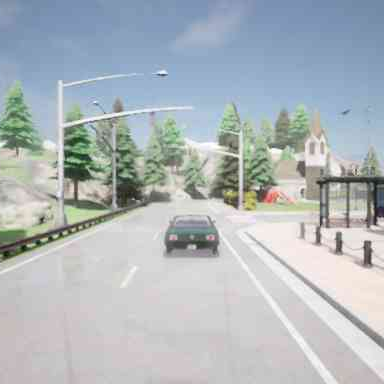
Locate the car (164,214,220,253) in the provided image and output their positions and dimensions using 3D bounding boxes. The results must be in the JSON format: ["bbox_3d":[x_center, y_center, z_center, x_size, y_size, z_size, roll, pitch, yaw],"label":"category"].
[{"bbox_3d":[0.006,1.506,13.125,1.895,1.301,4.718,0,0,0],"label":"car"}]
